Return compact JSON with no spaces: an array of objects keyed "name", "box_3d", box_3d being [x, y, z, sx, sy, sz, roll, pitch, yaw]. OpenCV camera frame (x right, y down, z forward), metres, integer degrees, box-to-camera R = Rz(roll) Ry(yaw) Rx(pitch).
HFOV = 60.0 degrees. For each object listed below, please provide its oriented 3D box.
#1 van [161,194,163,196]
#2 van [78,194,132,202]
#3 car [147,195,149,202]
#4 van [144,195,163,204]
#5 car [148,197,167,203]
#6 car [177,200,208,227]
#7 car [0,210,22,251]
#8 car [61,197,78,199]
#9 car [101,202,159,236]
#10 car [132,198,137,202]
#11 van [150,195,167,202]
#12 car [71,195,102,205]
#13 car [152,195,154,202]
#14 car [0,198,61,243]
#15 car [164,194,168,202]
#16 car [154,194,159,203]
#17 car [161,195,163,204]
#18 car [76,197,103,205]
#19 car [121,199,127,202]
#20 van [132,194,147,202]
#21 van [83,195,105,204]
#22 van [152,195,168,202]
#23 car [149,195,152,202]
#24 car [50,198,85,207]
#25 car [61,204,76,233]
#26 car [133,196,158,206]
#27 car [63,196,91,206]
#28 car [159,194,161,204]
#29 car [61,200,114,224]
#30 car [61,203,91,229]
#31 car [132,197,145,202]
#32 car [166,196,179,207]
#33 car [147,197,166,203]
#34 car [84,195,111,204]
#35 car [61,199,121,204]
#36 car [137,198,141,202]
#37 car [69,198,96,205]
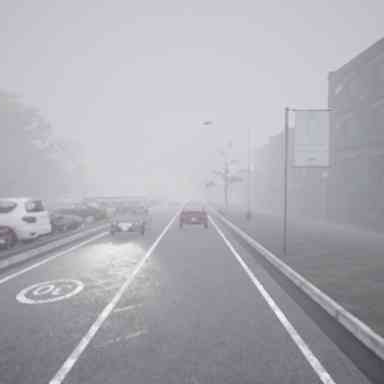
[{"name":"van","box_3d":[-9.046,1.685,70.075,4.442,1.987,1.878,0,0,0]},{"name":"van","box_3d":[-8.766,1.416,33.633,4.442,1.987,1.878,0,0,0]},{"name":"car","box_3d":[-8.932,1.620,47.648,4.553,1.767,2.185,0,0,0]},{"name":"van","box_3d":[-9.056,1.747,78.483,4.442,1.987,1.878,0,0,0]},{"name":"car","box_3d":[-8.980,2.041,86.900,4.792,1.488,2.163,0,0,0]},{"name":"car","box_3d":[0.103,1.580,23.400,1.882,1.535,5.008,0,0,0]},{"name":"car","box_3d":[-8.848,1.512,11.209,5.008,1.535,2.097,0,0,0]},{"name":"car","box_3d":[-21.996,1.807,55.669,4.892,1.521,2.231,0,0,0]},{"name":"car","box_3d":[-3.346,1.571,19.036,2.128,1.511,4.902,0,0,0]},{"name":"car","box_3d":[-8.857,1.692,36.435,4.792,1.488,2.163,0,0,0]},{"name":"van","box_3d":[-9.071,1.789,89.703,4.442,1.987,1.878,0,0,0]},{"name":"car","box_3d":[-22.037,1.657,69.550,5.566,2.045,2.435,0,0,0]},{"name":"car","box_3d":[-8.876,1.661,53.255,4.553,1.767,2.185,0,0,0]},{"name":"car","box_3d":[-8.886,1.272,14.014,5.566,2.045,2.435,0,0,0]},{"name":"car","box_3d":[-8.908,1.701,75.682,5.566,2.045,2.435,0,0,0]},{"name":"car","box_3d":[-8.883,1.556,56.059,5.566,2.045,2.435,0,0,0]},{"name":"car","box_3d":[-8.919,1.891,67.270,4.892,1.521,2.231,0,0,0]},{"name":"car","box_3d":[-22.198,1.926,72.324,5.366,1.575,1.946,0,0,0]},{"name":"car","box_3d":[-8.908,1.651,30.828,4.792,1.488,2.163,0,0,0]},{"name":"van","box_3d":[-8.780,1.499,44.846,4.442,1.987,1.878,0,0,0]},{"name":"van","box_3d":[-22.132,1.723,75.100,4.442,1.987,1.878,0,0,0]},{"name":"van","box_3d":[-8.841,1.793,92.505,4.442,1.987,1.878,0,0,0]},{"name":"car","box_3d":[-8.872,1.641,50.452,4.553,1.767,2.185,0,0,0]},{"name":"car","box_3d":[-21.809,1.823,58.446,5.366,1.575,1.946,0,0,0]},{"name":"car","box_3d":[-8.856,1.536,16.820,4.892,1.521,2.231,0,0,0]},{"name":"car","box_3d":[-8.953,1.744,64.468,4.553,1.767,2.185,0,0,0]},{"name":"car","box_3d":[-22.032,1.741,63.996,4.553,1.767,2.185,0,0,0]},{"name":"car","box_3d":[-8.886,1.577,58.862,5.566,2.045,2.435,0,0,0]},{"name":"car","box_3d":[-8.866,1.581,25.225,5.008,1.535,2.097,0,0,0]},{"name":"car","box_3d":[-8.835,1.579,19.617,4.792,1.488,2.163,0,0,0]},{"name":"car","box_3d":[-8.888,1.704,42.041,5.008,1.535,2.097,0,0,0]},{"name":"car","box_3d":[-3.274,1.890,60.932,1.812,1.442,4.674,0,0,1]},{"name":"car","box_3d":[-8.944,2.041,84.092,4.674,1.452,2.002,0,0,0]},{"name":"car","box_3d":[-22.047,1.718,77.877,5.566,2.045,2.435,0,0,0]},{"name":"car","box_3d":[-9.061,1.598,28.025,5.366,1.575,1.946,0,0,0]},{"name":"car","box_3d":[-8.860,1.713,39.238,4.792,1.488,2.163,0,0,0]},{"name":"car","box_3d":[-21.976,1.917,66.773,4.792,1.488,2.163,0,0,0]}]
